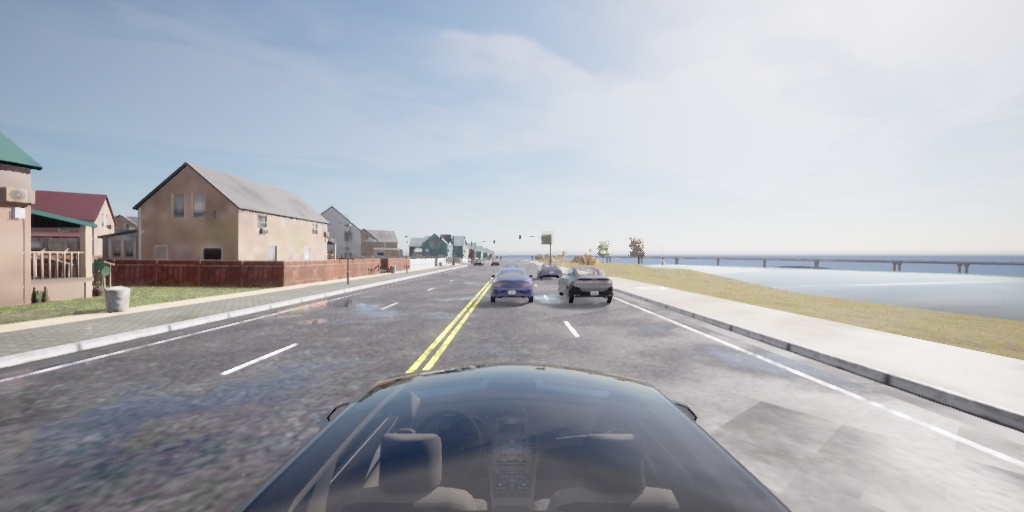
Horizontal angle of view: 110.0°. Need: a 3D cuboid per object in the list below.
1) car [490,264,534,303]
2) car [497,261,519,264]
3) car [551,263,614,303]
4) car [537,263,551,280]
[{"bbox_3d":[0.000,1.283,16.500,1.812,1.442,4.674,0,0,0],"label":"car"},{"bbox_3d":[0.000,1.320,31.501,2.033,1.411,5.357,0,0,0],"label":"car"},{"bbox_3d":[3.250,1.245,16.500,2.128,1.511,4.902,0,0,0],"label":"car"},{"bbox_3d":[3.250,1.329,31.501,1.994,1.385,4.181,0,0,0],"label":"car"}]
